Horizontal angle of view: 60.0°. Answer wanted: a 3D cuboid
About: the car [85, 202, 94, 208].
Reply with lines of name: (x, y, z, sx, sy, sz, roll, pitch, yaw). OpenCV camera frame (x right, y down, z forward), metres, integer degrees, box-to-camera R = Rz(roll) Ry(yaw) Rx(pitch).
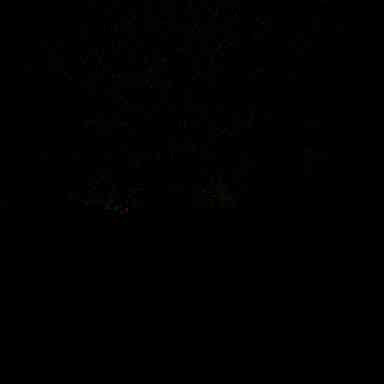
car: (-28.079, 3.615, 90.973, 1.801, 1.575, 5.366, 0, -1, -23)

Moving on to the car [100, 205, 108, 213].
car: (-13.866, 2.750, 54.796, 1.994, 1.385, 4.181, 0, -1, -23)

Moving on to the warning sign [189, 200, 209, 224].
warning sign: (0.560, 1.604, 26.896, 1.300, 1.860, 1.060, 0, -1, -23)

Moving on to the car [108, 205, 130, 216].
car: (-9.915, 2.487, 45.545, 1.812, 1.442, 4.674, 0, -1, -22)
